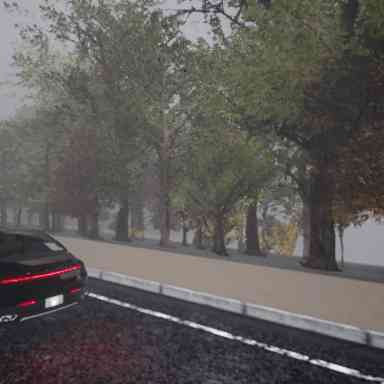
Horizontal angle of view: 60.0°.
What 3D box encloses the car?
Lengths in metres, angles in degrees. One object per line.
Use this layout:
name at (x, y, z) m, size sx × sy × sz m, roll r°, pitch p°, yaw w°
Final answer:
car at (-4.139, 1.456, 6.693) m, size 4.892 × 1.490 × 1.837 m, roll 1°, pitch 0°, yaw 36°
